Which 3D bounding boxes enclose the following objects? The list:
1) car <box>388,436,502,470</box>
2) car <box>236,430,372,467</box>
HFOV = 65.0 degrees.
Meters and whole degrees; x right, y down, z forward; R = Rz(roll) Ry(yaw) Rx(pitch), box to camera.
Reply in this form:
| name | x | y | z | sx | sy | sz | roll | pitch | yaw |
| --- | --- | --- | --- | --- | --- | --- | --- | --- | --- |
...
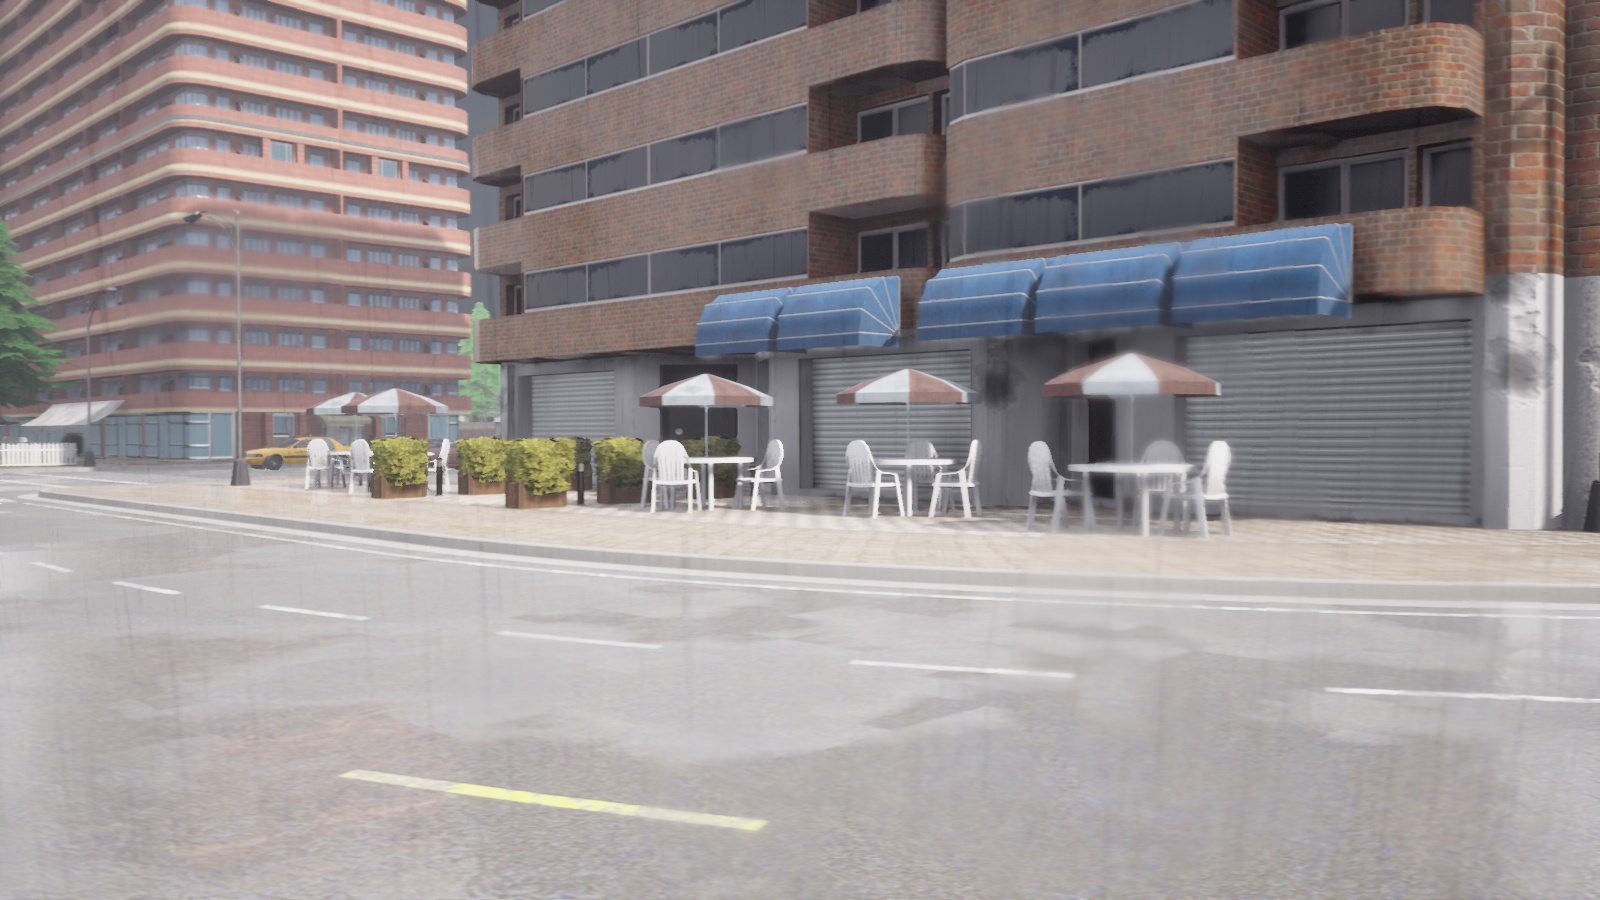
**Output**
| name | x | y | z | sx | sy | sz | roll | pitch | yaw |
| --- | --- | --- | --- | --- | --- | --- | --- | --- | --- |
| car | -15.005 | 0.090 | 53.213 | 4.181 | 1.385 | 1.994 | -1 | 1 | -45 |
| car | -22.055 | -0.107 | 56.060 | 5.366 | 1.575 | 1.801 | -1 | 1 | -45 |
